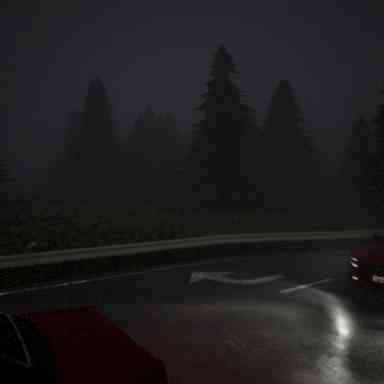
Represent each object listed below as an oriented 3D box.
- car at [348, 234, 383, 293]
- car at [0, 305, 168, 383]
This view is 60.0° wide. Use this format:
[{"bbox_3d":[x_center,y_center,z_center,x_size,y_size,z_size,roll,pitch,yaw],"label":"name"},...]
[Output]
[{"bbox_3d":[5.793,1.477,8.090,5.008,1.535,1.882,0,0,-35],"label":"car"},{"bbox_3d":[-2.610,1.601,2.128,4.718,1.301,1.895,0,0,-35],"label":"car"}]
